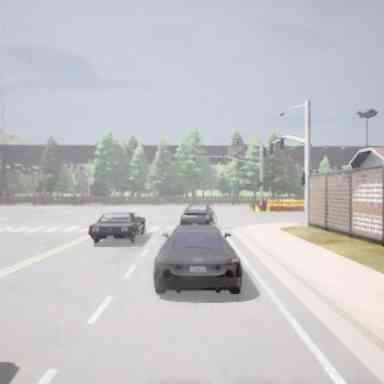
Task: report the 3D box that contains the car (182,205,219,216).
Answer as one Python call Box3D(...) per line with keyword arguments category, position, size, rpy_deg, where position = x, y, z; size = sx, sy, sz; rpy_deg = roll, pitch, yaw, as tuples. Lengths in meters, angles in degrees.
Box3D(category="car", position=(0.512, 1.500, 19.997), size=(2.128, 1.511, 4.902), rpy_deg=(0, 0, 8))

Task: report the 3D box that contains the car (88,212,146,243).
Box3D(category="car", position=(-3.411, 1.607, 16.119), size=(1.895, 1.301, 4.718), rpy_deg=(0, 0, 0))

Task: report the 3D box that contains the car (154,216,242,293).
Box3D(category="car", position=(0.125, 1.568, 8.878), size=(1.994, 1.385, 4.181), rpy_deg=(0, 0, 0))

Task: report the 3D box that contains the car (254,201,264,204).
Box3D(category="car", position=(11.746, 1.622, 49.916), size=(4.718, 1.301, 1.895), rpy_deg=(0, 0, -2))

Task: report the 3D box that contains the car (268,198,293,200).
Box3D(category="car", position=(12.284, 1.619, 42.897), size=(4.718, 1.301, 1.895), rpy_deg=(0, 0, -3))
